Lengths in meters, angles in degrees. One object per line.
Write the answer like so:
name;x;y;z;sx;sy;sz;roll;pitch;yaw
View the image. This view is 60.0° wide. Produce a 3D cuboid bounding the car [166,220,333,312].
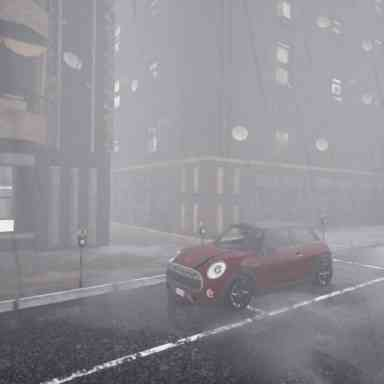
car;1.390;1.442;7.697;4.097;1.590;1.967;0;1;-36
